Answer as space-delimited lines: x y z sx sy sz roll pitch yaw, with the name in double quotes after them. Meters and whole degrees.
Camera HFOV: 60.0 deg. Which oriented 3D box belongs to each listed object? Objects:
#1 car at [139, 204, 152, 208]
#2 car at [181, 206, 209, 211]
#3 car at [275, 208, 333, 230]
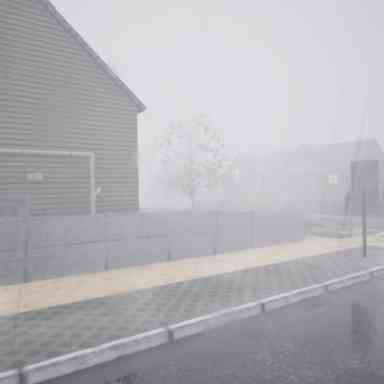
-7.730 2.416 48.513 1.895 1.301 4.718 -2 0 -35 "car"
0.530 2.010 31.891 1.994 1.385 4.181 -2 0 -36 "car"
7.042 1.781 22.733 1.895 1.301 4.718 -2 0 -35 "car"
